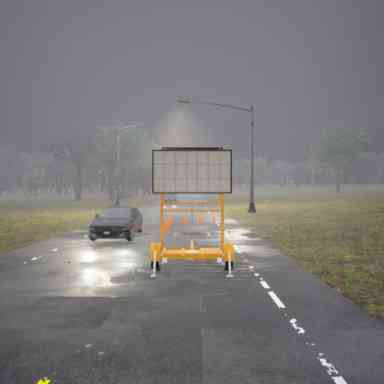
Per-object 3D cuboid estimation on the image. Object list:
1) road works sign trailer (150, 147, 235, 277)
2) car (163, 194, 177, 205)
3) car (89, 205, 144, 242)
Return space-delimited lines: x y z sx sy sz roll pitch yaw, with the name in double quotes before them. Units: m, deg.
"road works sign trailer" 0.004 0.445 10.169 2.380 3.560 2.880 0 0 0
"car" -3.473 0.953 51.259 2.150 2.045 5.566 0 1 0
"car" -3.591 1.434 16.493 1.882 1.535 5.008 0 0 0
